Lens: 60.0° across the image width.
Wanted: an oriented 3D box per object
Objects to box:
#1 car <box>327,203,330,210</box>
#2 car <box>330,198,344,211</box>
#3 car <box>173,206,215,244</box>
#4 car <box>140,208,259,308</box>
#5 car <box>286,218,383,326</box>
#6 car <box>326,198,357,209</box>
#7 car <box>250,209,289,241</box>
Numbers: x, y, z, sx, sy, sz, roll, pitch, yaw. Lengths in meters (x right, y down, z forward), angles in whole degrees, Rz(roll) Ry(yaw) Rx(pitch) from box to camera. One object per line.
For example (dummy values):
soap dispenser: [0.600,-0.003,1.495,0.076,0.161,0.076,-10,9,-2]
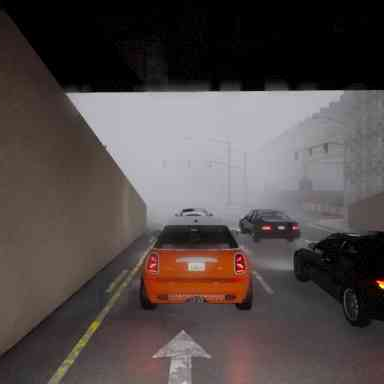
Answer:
car: [17.522,1.453,38.907,2.038,1.542,4.974,0,0,45]
car: [17.419,1.453,34.300,2.038,1.542,4.974,0,0,-35]
car: [0.093,1.526,16.735,1.812,1.442,4.674,0,0,0]
car: [0.086,1.352,8.057,2.097,1.767,4.553,0,0,0]
car: [3.584,1.526,6.914,1.812,1.442,4.674,0,0,0]
car: [17.558,1.295,38.944,1.853,1.218,4.536,0,0,45]
car: [3.626,1.547,16.406,2.033,1.411,5.357,0,0,-3]
